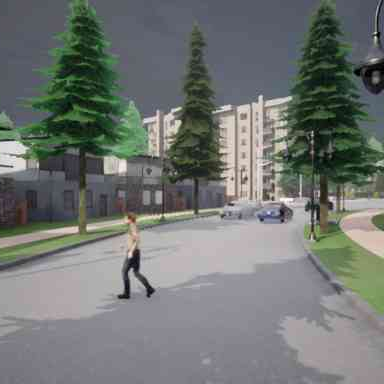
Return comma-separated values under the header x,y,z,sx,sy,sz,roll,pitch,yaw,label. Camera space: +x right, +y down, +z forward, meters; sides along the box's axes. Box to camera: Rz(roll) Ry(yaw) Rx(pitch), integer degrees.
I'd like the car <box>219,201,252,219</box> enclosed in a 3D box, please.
x,y,z,sx,sy,sz,roll,pitch,yaw,label
3.995,1.525,29.019,1.812,1.442,4.674,0,0,29,car

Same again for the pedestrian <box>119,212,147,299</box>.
x,y,z,sx,sy,sz,roll,pitch,yaw,label
-1.231,1.294,6.944,0.375,1.860,0.375,0,0,7,pedestrian

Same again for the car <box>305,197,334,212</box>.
x,y,z,sx,sy,sz,roll,pitch,yaw,label
14.936,1.351,38.786,2.097,1.767,4.553,0,0,39,car

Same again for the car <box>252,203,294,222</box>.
x,y,z,sx,sy,sz,roll,pitch,yaw,label
6.652,1.547,26.171,2.033,1.411,5.357,0,0,27,car
